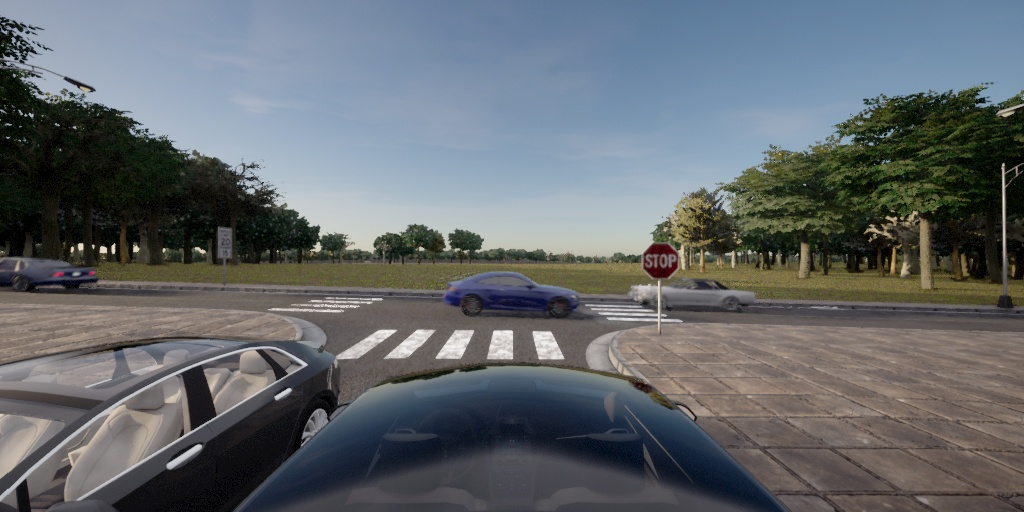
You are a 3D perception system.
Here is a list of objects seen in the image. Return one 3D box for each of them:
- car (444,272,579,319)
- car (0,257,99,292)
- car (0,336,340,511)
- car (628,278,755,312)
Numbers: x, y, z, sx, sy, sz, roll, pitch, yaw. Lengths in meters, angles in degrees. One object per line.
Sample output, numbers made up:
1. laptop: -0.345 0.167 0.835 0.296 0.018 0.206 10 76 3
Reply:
1. car: -0.011 1.295 12.526 4.674 1.442 1.812 2 -1 0
2. car: -21.351 0.761 15.522 5.357 1.411 2.033 2 -1 0
3. car: -2.636 1.300 2.069 2.007 1.370 4.403 0 0 0
4. car: 7.556 1.615 15.457 4.718 1.301 1.895 2 -1 0
